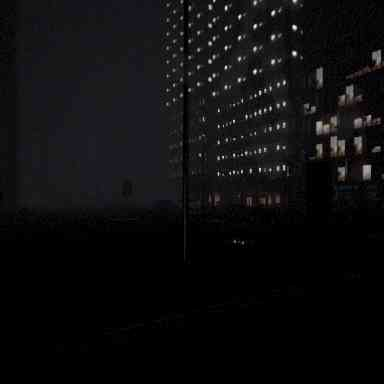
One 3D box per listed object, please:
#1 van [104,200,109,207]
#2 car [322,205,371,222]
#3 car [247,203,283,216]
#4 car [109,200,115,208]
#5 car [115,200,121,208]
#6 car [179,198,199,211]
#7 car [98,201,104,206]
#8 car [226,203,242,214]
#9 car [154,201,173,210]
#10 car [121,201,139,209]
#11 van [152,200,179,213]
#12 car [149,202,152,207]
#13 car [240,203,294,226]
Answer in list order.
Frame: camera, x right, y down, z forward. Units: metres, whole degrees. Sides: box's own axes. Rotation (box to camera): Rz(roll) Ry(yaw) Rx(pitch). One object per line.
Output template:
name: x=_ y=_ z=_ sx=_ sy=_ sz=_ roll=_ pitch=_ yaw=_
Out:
van: x=-18.508 y=2.634 z=76.534 sx=1.690 sy=1.788 sz=3.998 roll=-1 pitch=-1 yaw=-26
car: x=13.580 y=1.854 z=29.584 sx=2.008 sy=1.369 sz=4.403 roll=-1 pitch=-1 yaw=-26
car: x=8.671 y=2.068 z=39.705 sx=1.947 sy=1.339 sz=4.313 roll=-1 pitch=-1 yaw=-26
car: x=-16.050 y=2.731 z=71.472 sx=1.887 sy=1.381 sz=4.507 roll=-1 pitch=-1 yaw=-26
car: x=-13.522 y=2.602 z=66.259 sx=1.752 sy=1.417 sz=4.829 roll=-1 pitch=-1 yaw=-26
car: x=-0.768 y=2.003 z=53.109 sx=2.150 sy=2.045 sz=5.566 roll=0 pitch=-1 yaw=-25
car: x=-23.412 y=3.053 z=86.652 sx=1.887 sy=1.381 sz=4.507 roll=-1 pitch=-1 yaw=-26
car: x=6.217 y=2.168 z=44.766 sx=1.947 sy=1.339 sz=4.313 roll=-1 pitch=-1 yaw=-26
car: x=-5.416 y=2.454 z=62.613 sx=1.882 sy=1.535 sz=5.008 roll=0 pitch=-1 yaw=-26
car: x=-11.141 y=2.525 z=61.351 sx=2.008 sy=1.369 sz=4.403 roll=-1 pitch=-1 yaw=-26
van: x=-3.782 y=2.005 z=46.173 sx=1.690 sy=1.788 sz=3.998 roll=-1 pitch=-1 yaw=-26
car: x=-8.509 y=2.808 z=75.128 sx=1.802 sy=1.307 sz=4.206 roll=-1 pitch=-1 yaw=-26
car: x=6.040 y=1.813 z=25.927 sx=2.008 sy=1.369 sz=4.403 roll=-1 pitch=-1 yaw=-26
